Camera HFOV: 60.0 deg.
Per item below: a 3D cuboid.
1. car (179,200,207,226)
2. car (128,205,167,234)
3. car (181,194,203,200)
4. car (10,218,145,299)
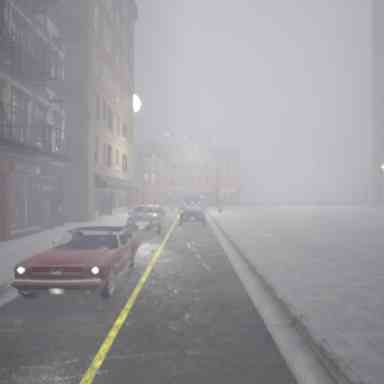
[{"bbox_3d":[0.057,1.532,23.490,1.812,1.442,4.674,0,0,0],"label":"car"},{"bbox_3d":[-2.505,1.495,19.119,2.128,1.511,4.902,0,0,0],"label":"car"},{"bbox_3d":[0.038,1.240,35.815,2.150,2.045,5.566,0,0,1],"label":"car"},{"bbox_3d":[-2.597,1.601,8.598,1.895,1.301,4.718,0,0,0],"label":"car"}]
